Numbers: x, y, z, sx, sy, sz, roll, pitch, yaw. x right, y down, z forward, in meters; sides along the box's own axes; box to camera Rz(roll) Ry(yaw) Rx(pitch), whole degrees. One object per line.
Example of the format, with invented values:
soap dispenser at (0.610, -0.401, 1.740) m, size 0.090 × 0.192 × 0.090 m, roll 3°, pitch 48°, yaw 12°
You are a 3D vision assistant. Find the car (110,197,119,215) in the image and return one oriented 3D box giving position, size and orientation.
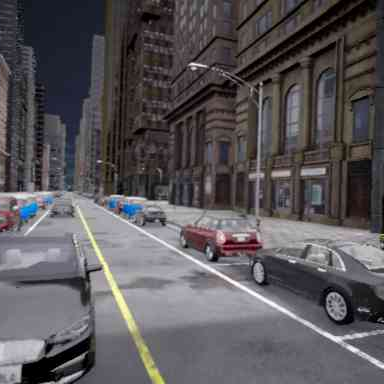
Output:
car at (-6.901, 1.525, 34.027) m, size 1.887 × 1.381 × 4.507 m, roll 2°, pitch 0°, yaw -20°

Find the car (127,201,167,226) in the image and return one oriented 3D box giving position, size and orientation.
car at (-2.981, 1.595, 23.370) m, size 2.008 × 1.369 × 4.403 m, roll 2°, pitch 0°, yaw -20°

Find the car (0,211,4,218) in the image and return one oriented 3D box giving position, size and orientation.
car at (-7.054, 1.407, 9.762) m, size 1.802 × 1.307 × 4.206 m, roll 2°, pitch 0°, yaw -20°

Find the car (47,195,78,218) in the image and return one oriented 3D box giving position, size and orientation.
car at (-10.725, 1.318, 27.749) m, size 1.837 × 1.490 × 4.892 m, roll 2°, pitch 0°, yaw -20°

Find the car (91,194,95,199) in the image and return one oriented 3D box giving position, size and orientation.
car at (-16.694, 1.141, 60.670) m, size 2.192 × 1.841 × 5.009 m, roll 2°, pitch 0°, yaw -20°

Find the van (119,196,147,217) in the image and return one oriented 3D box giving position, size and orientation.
van at (-4.934, 1.353, 28.700) m, size 1.690 × 1.788 × 3.998 m, roll 2°, pitch 0°, yaw -20°

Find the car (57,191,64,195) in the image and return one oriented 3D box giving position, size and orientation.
car at (-35.947, 0.687, 88.326) m, size 2.192 × 1.841 × 5.009 m, roll 2°, pitch 0°, yaw -20°

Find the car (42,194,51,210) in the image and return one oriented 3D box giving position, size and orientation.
car at (-16.854, 1.246, 36.403) m, size 1.802 × 1.307 × 4.206 m, roll 2°, pitch 0°, yaw -20°

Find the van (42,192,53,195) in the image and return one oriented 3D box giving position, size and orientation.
van at (-18.807, 0.974, 41.733) m, size 1.690 × 1.788 × 3.998 m, roll 2°, pitch 0°, yaw -20°

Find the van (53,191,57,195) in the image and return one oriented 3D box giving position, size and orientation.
van at (-22.727, 0.913, 52.389) m, size 1.690 × 1.788 × 3.998 m, roll 2°, pitch 0°, yaw -20°

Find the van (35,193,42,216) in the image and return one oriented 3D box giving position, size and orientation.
van at (-12.927, 1.068, 25.748) m, size 1.690 × 1.788 × 3.998 m, roll 2°, pitch 0°, yaw -20°

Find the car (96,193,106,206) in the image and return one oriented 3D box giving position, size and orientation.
car at (-12.778, 1.327, 50.012) m, size 1.967 × 1.590 × 4.097 m, roll 2°, pitch 0°, yaw -20°

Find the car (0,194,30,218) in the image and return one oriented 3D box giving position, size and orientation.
car at (-9.006, 1.107, 15.091) m, size 2.192 × 1.841 × 5.009 m, roll 2°, pitch 0°, yaw -20°

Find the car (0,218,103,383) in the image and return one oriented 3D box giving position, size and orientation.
car at (-2.605, 1.438, 5.402) m, size 2.128 × 1.511 × 4.902 m, roll 2°, pitch 0°, yaw -20°

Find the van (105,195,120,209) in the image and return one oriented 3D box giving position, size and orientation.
van at (-8.854, 1.290, 39.356) m, size 1.690 × 1.788 × 3.998 m, roll 2°, pitch 0°, yaw -20°

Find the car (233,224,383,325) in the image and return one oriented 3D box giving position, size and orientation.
car at (2.900, 1.693, 7.384) m, size 2.008 × 1.369 × 4.403 m, roll 2°, pitch 0°, yaw -20°

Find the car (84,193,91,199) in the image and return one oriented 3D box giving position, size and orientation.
car at (-26.015, 1.236, 85.983) m, size 2.008 × 1.369 × 4.403 m, roll 2°, pitch 0°, yaw -20°

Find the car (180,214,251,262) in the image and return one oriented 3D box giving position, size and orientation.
car at (0.944, 1.549, 12.713) m, size 1.967 × 1.590 × 4.097 m, roll 2°, pitch 0°, yaw -20°

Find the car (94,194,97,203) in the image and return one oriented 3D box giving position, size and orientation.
car at (-14.743, 1.438, 55.340) m, size 1.802 × 1.307 × 4.206 m, roll 2°, pitch 0°, yaw -20°

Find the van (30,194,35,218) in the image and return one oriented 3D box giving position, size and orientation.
van at (-10.966, 1.100, 20.420) m, size 1.690 × 1.788 × 3.998 m, roll 2°, pitch 0°, yaw -20°
